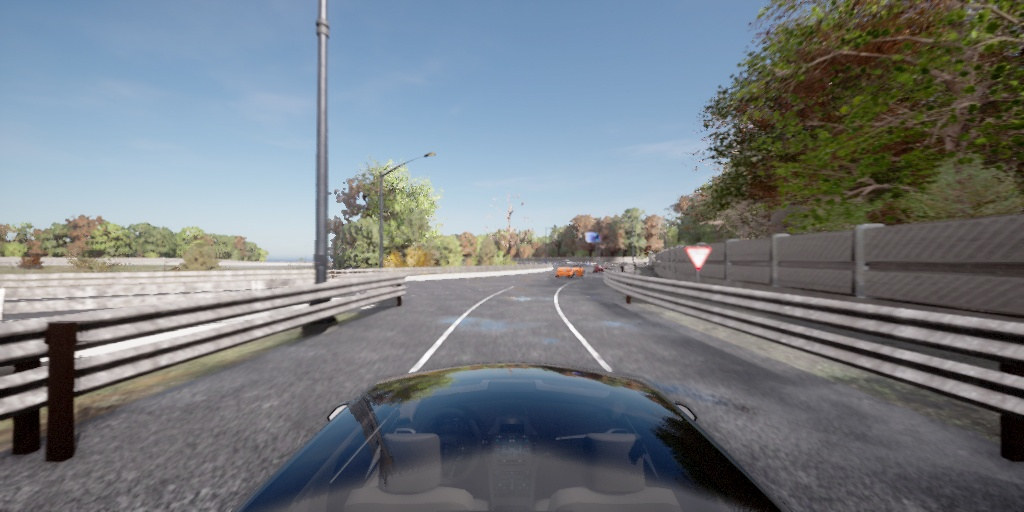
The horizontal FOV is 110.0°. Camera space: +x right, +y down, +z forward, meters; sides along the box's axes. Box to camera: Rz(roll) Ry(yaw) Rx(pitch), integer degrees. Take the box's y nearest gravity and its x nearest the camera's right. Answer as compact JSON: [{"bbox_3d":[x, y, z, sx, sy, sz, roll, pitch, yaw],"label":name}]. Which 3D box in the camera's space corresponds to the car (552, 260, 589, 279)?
[{"bbox_3d":[6.644,1.573,40.380,2.097,1.767,4.553,-1,-1,29],"label":"car"}]

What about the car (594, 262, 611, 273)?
[{"bbox_3d":[14.251,1.776,56.884,2.097,1.767,4.553,0,-1,20],"label":"car"}]
